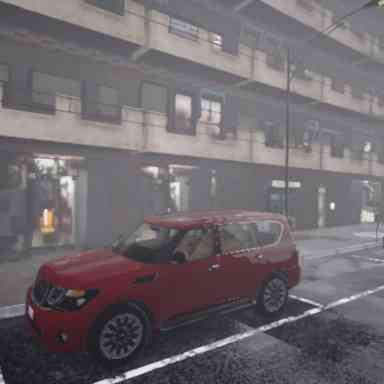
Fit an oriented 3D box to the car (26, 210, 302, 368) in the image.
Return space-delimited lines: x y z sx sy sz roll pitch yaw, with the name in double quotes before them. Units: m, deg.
"car" -0.132 1.317 5.976 5.009 1.841 2.192 0 1 -35
